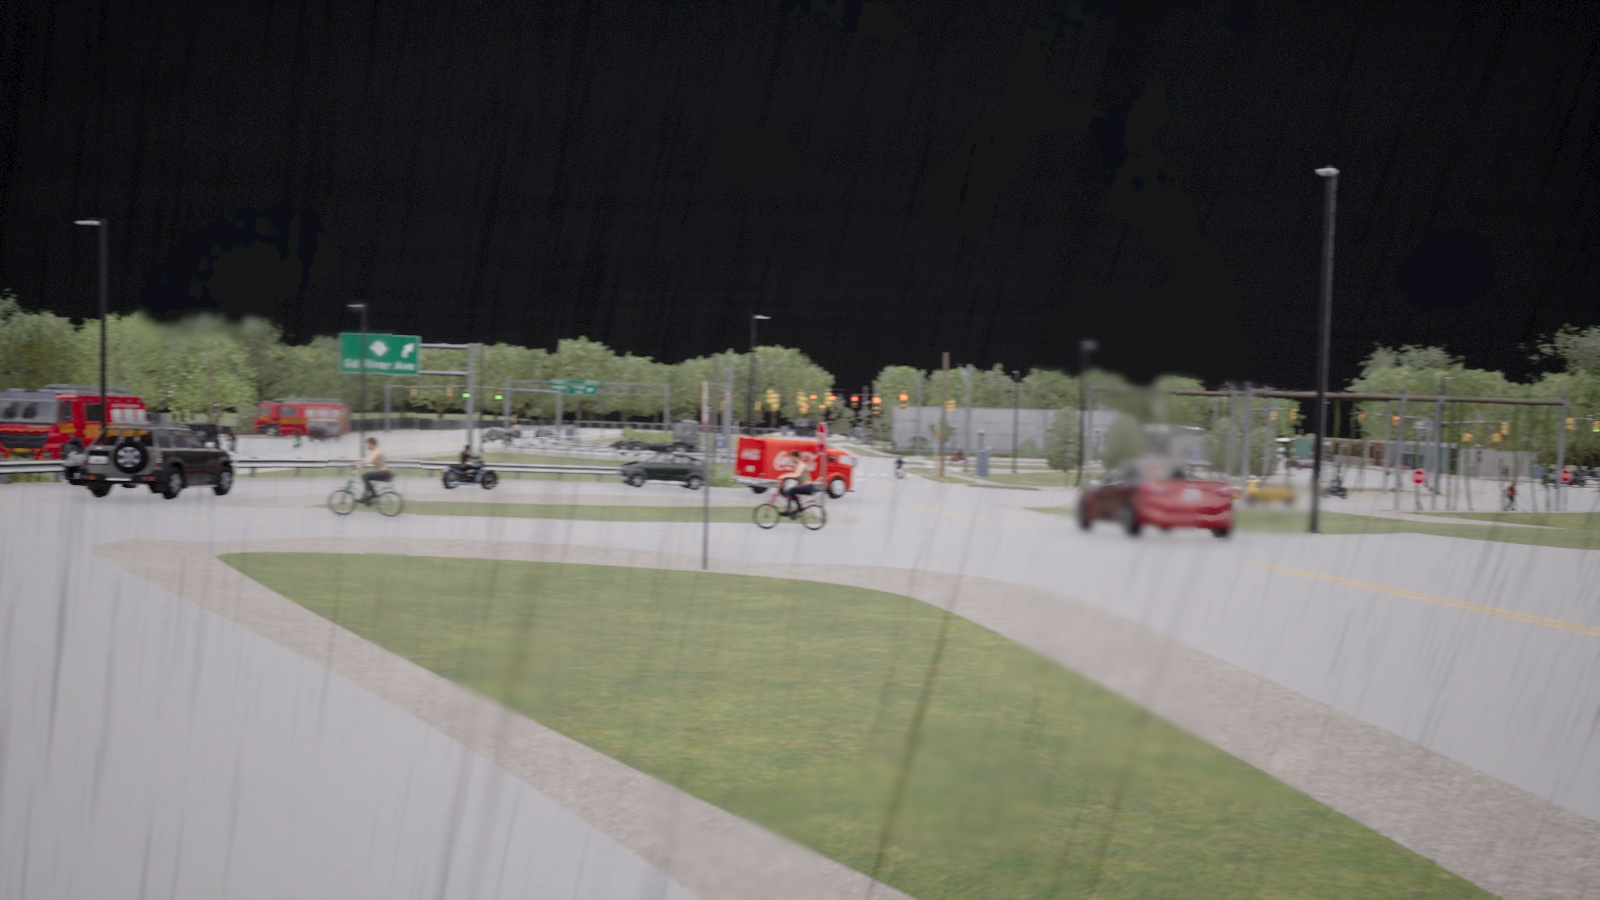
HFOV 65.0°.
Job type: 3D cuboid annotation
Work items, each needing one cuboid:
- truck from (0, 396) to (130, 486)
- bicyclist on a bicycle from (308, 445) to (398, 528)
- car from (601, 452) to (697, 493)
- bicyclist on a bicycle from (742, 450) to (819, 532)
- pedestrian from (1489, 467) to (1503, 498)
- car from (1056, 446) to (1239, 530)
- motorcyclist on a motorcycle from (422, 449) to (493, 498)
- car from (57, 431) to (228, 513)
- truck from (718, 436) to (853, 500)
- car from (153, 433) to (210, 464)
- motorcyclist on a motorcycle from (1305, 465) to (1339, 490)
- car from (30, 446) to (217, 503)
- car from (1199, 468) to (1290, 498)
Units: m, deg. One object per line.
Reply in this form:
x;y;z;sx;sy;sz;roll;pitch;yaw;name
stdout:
-34.559;-0.496;58.140;2.891;3.827;8.468;0;1;-3;truck
-8.926;0.712;25.132;1.509;1.612;0.866;1;0;-5;bicyclist on a bicycle
-6.524;0.976;54.159;3.705;1.549;1.789;2;1;-22;car
-0.394;0.810;25.290;1.509;1.612;0.866;0;0;-1;bicyclist on a bicycle
41.605;1.949;75.064;0.636;1.846;0.331;-1;3;-28;pedestrian
7.381;0.807;27.224;2.242;1.667;4.611;0;-1;-7;car
-11.979;0.818;43.993;0.766;1.649;2.350;3;0;37;motorcyclist on a motorcycle
-16.012;0.524;30.889;1.932;1.855;4.605;1;0;-2;car
-0.612;0.793;54.469;5.204;2.467;2.627;2;1;-38;truck
-39.252;-0.112;79.789;1.905;1.878;3.866;0;1;-3;car
35.197;1.845;84.712;2.350;1.649;0.766;0;3;-30;motorcyclist on a motorcycle
-19.441;0.659;36.370;2.163;1.488;4.792;1;0;12;car
25.986;1.916;73.349;5.366;1.575;1.801;1;2;-29;car
